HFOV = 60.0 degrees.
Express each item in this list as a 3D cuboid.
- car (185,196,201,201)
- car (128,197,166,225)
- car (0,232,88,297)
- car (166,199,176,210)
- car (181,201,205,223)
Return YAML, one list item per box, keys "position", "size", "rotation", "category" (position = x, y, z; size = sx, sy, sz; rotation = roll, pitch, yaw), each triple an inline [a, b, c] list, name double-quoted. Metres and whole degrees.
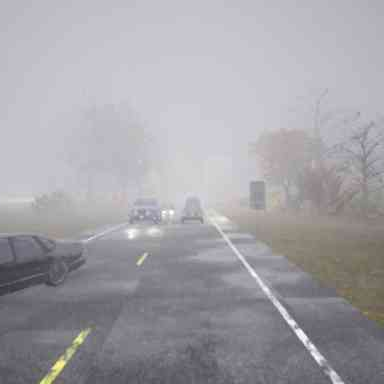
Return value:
- position: [0.105, 1.599, 48.395]
  size: [2.150, 2.045, 5.566]
  rotation: [0, 0, 0]
  category: "car"
- position: [-3.595, 1.456, 26.508]
  size: [2.150, 2.045, 5.566]
  rotation: [0, -1, 0]
  category: "car"
- position: [-4.573, 1.628, 7.270]
  size: [2.033, 1.411, 5.357]
  rotation: [0, -1, 20]
  category: "car"
- position: [-3.503, 1.899, 50.880]
  size: [2.128, 1.511, 4.902]
  rotation: [0, -1, 0]
  category: "car"
- position: [0.091, 1.775, 27.704]
  size: [2.033, 1.411, 5.357]
  rotation: [0, -1, 2]
  category: "car"
